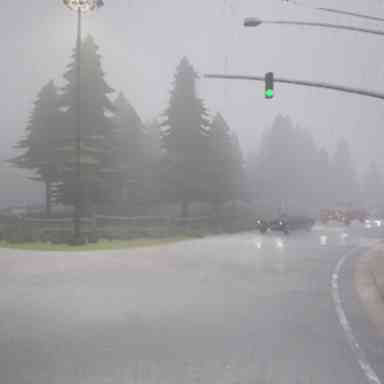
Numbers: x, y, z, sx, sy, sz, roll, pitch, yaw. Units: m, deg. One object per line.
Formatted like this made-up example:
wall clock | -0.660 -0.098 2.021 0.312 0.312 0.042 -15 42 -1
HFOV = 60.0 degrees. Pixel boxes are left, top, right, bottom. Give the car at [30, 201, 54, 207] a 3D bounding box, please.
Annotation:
car | -20.859 2.028 46.697 2.128 1.511 4.902 0 -1 7

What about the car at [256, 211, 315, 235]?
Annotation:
car | 5.992 1.909 21.076 1.895 1.301 4.718 0 -1 43

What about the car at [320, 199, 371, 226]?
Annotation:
car | 12.912 1.658 28.261 2.150 2.045 5.566 0 -1 45

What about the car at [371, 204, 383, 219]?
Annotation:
car | 20.029 2.058 35.496 2.128 1.511 4.902 0 -1 45
